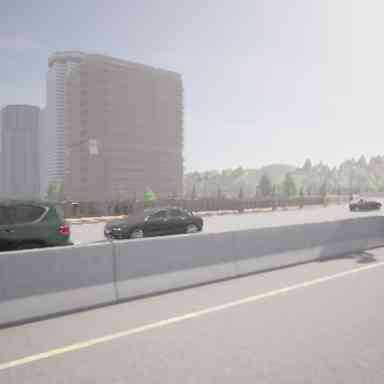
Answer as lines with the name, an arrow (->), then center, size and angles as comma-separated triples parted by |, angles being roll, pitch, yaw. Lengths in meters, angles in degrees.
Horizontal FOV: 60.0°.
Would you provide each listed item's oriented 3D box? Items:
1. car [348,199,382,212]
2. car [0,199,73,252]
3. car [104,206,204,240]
car -> 18.375, 1.372, 35.306 | 4.718, 1.301, 1.895 | 0, 0, -43
car -> -5.927, 1.222, 8.363 | 5.566, 2.045, 2.150 | 0, 0, -36
car -> -1.673, 1.455, 15.701 | 4.892, 1.490, 1.837 | 0, 0, -36
